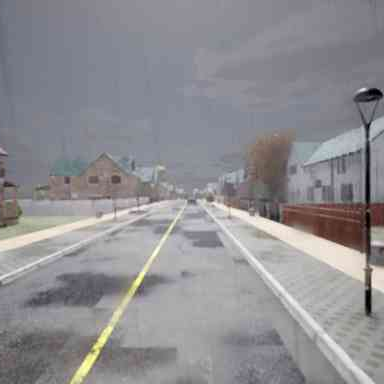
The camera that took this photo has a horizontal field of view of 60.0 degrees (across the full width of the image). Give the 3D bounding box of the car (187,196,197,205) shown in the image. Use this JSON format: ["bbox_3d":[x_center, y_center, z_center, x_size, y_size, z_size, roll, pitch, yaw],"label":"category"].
[{"bbox_3d":[0.009,1.836,69.157,1.882,1.535,5.008,0,0,0],"label":"car"}]
